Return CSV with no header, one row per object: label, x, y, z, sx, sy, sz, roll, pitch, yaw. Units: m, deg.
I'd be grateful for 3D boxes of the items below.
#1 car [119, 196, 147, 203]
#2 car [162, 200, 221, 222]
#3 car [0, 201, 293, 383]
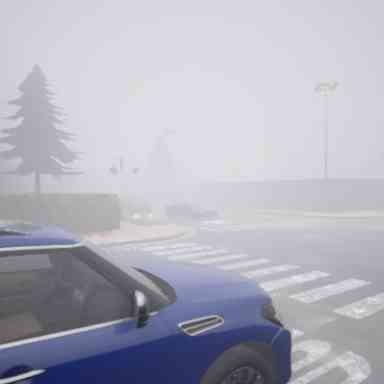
car,-5.947,1.220,34.773,2.097,1.767,4.553,-1,0,-35
car,-0.184,1.415,26.640,2.033,1.411,5.357,-1,0,-35
car,-1.643,1.221,2.602,5.566,2.045,2.150,-1,0,-35
